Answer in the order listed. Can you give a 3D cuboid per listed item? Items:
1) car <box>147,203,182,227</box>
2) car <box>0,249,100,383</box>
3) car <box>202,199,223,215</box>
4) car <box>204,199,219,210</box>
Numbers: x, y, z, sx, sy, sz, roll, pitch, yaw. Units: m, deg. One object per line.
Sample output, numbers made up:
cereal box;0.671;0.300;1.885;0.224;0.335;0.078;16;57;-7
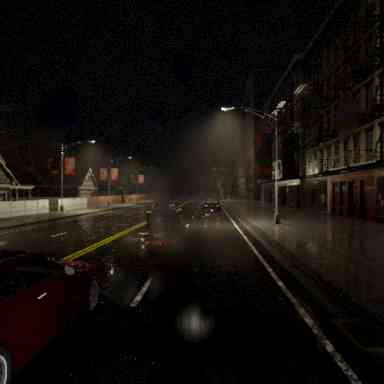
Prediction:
car;-1.822;1.514;22.584;1.837;1.490;4.892;0;0;3
car;-2.801;1.531;4.633;1.812;1.442;4.674;0;0;3
car;2.012;1.493;33.165;2.128;1.511;4.902;0;0;3
car;2.577;1.595;43.489;1.895;1.301;4.718;0;0;3
